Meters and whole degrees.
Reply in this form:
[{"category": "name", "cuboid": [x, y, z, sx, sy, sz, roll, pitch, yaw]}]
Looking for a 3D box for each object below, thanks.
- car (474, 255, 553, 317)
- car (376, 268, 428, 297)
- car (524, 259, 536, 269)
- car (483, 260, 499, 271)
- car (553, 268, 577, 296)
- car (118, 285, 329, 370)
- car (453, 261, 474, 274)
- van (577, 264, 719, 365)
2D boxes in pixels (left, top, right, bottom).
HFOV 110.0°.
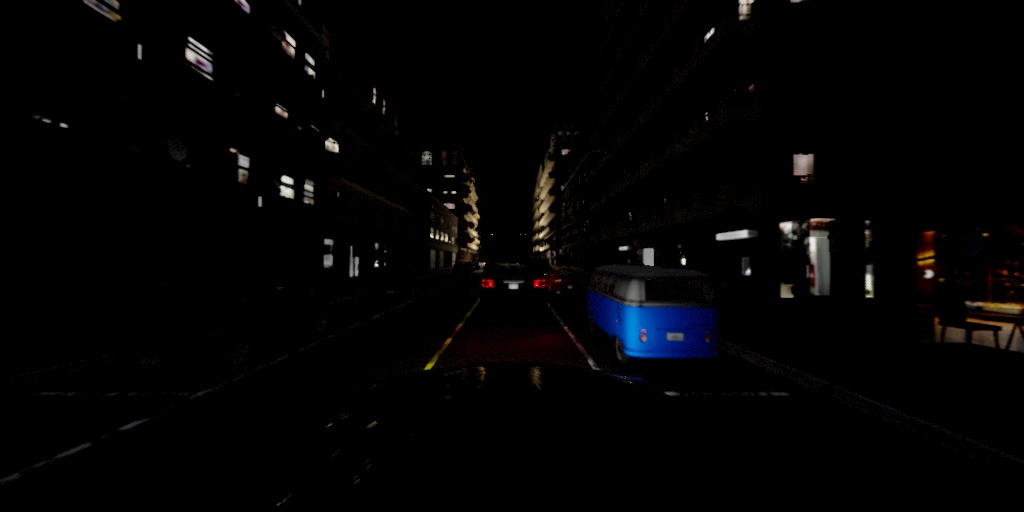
[{"category": "car", "cuboid": [0.068, 0.986, 13.288, 2.150, 2.045, 5.566, 0, 0, 0]}, {"category": "car", "cuboid": [-5.686, 1.335, 18.955, 1.948, 1.339, 4.313, 0, 0, 0]}, {"category": "car", "cuboid": [3.014, 1.324, 61.677, 1.837, 1.490, 4.892, 0, 0, 0]}, {"category": "car", "cuboid": [-3.063, 1.372, 52.984, 1.994, 1.385, 4.181, 0, 0, 0]}, {"category": "car", "cuboid": [2.695, 1.314, 18.913, 1.888, 1.381, 4.507, 0, 0, 0]}, {"category": "car", "cuboid": [-5.688, 1.323, 7.813, 1.948, 1.339, 4.313, 0, 0, 0]}, {"category": "car", "cuboid": [-5.681, 1.340, 41.240, 1.888, 1.381, 4.507, 0, 0, 0]}, {"category": "van", "cuboid": [2.692, 1.097, 7.772, 1.690, 1.789, 3.998, 0, 0, 0]}]
